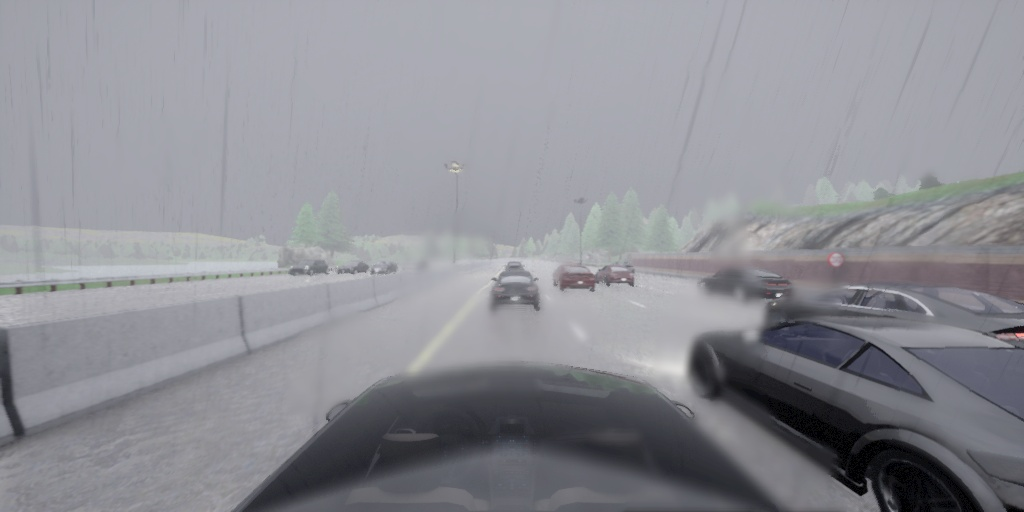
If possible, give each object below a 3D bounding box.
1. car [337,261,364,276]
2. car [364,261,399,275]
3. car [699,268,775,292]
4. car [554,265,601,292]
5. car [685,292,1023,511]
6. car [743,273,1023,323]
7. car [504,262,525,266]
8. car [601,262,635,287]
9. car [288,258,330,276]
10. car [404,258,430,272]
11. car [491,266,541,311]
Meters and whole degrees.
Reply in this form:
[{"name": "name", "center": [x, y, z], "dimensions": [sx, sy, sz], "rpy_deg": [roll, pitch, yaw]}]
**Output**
[{"name": "car", "center": [-17.351, 1.284, 39.388], "dimensions": [1.882, 1.535, 5.008], "rpy_deg": [0, 0, 0]}, {"name": "car", "center": [-13.852, 1.305, 39.309], "dimensions": [2.128, 1.511, 4.902], "rpy_deg": [0, 0, 0]}, {"name": "car", "center": [10.658, 1.299, 16.683], "dimensions": [1.837, 1.490, 4.892], "rpy_deg": [0, 0, 0]}, {"name": "car", "center": [3.676, 1.272, 21.682], "dimensions": [1.882, 1.535, 5.008], "rpy_deg": [0, 0, 0]}, {"name": "car", "center": [3.639, 1.323, 3.786], "dimensions": [1.994, 1.385, 4.181], "rpy_deg": [0, 0, 0]}, {"name": "car", "center": [7.131, 1.261, 6.881], "dimensions": [2.128, 1.511, 4.902], "rpy_deg": [0, 0, 0]}, {"name": "car", "center": [0.237, 1.325, 36.356], "dimensions": [1.837, 1.490, 4.892], "rpy_deg": [0, 0, 0]}, {"name": "car", "center": [7.179, 1.331, 25.277], "dimensions": [1.812, 1.442, 4.674], "rpy_deg": [0, 0, 0]}, {"name": "car", "center": [-20.883, 1.144, 37.035], "dimensions": [2.097, 1.767, 4.553], "rpy_deg": [0, 0, 1]}, {"name": "car", "center": [-10.350, 0.991, 39.359], "dimensions": [2.128, 1.511, 4.902], "rpy_deg": [0, 0, 0]}, {"name": "car", "center": [0.149, 1.301, 14.504], "dimensions": [1.812, 1.442, 4.674], "rpy_deg": [0, 0, 0]}]
